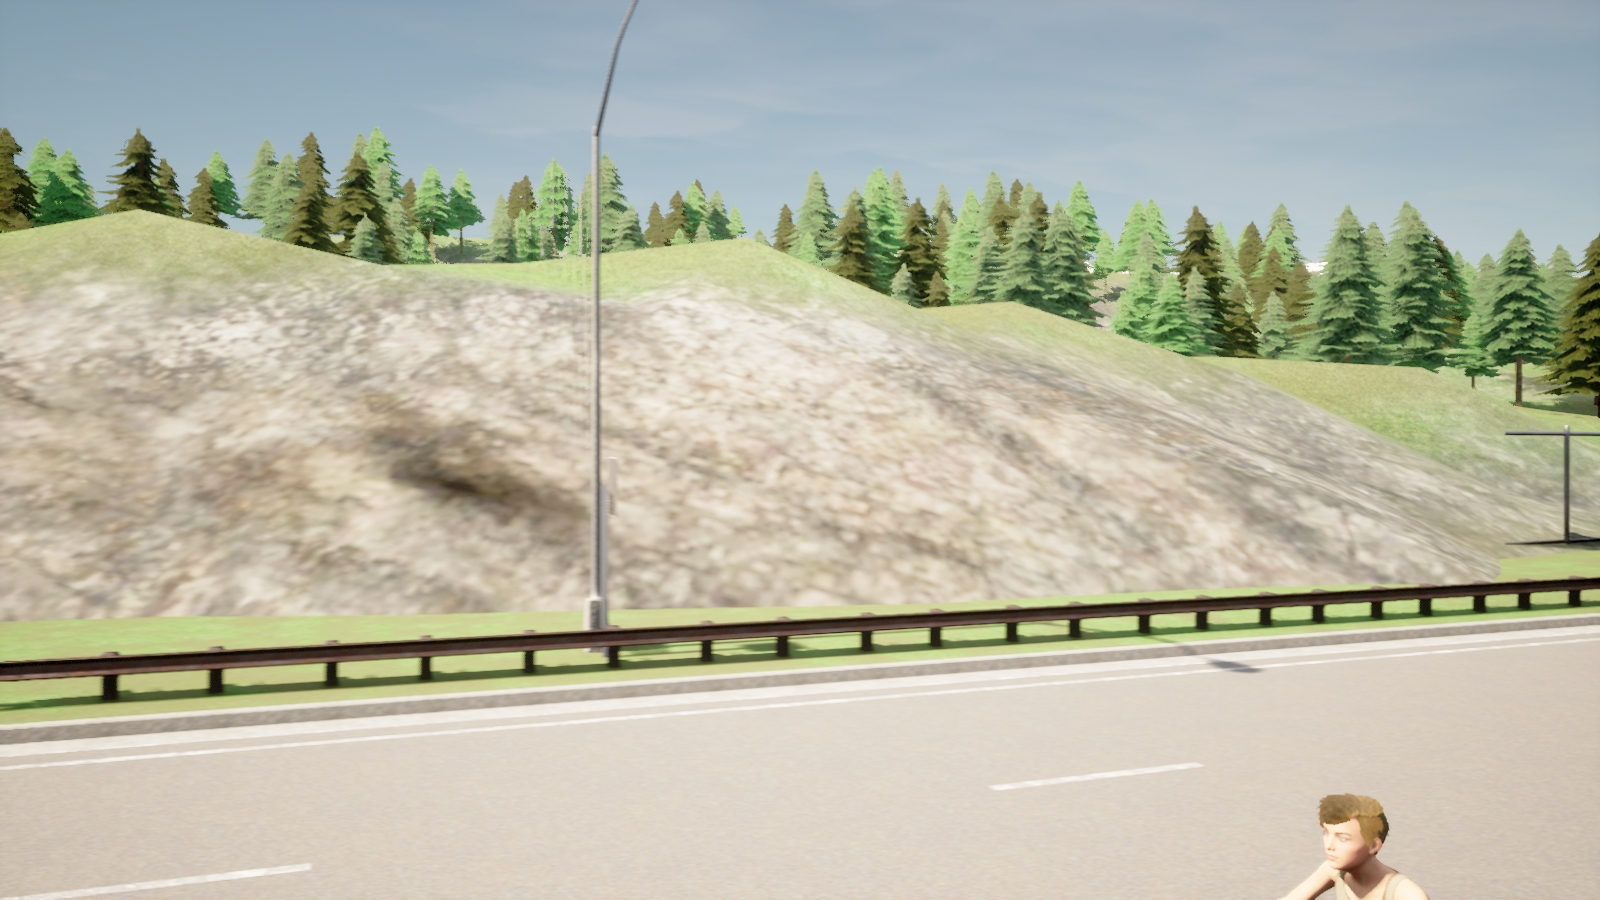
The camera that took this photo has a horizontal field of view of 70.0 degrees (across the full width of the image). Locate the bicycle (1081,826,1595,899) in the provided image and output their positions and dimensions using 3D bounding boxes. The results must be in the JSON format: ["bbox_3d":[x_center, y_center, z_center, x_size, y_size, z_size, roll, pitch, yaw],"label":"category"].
[{"bbox_3d":[1.859,2.158,3.959,1.487,1.277,0.859,0,0,-20],"label":"bicycle"}]
